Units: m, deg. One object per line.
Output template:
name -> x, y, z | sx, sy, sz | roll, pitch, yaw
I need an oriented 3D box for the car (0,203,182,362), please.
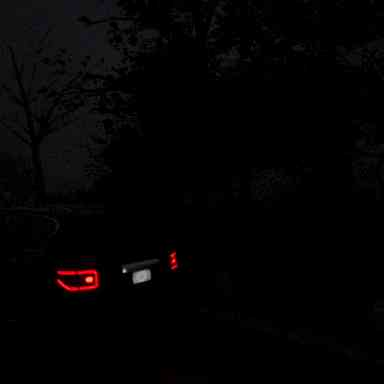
car -> -2.654, 1.220, 6.217 | 5.566, 2.045, 2.150 | 0, 0, 42
